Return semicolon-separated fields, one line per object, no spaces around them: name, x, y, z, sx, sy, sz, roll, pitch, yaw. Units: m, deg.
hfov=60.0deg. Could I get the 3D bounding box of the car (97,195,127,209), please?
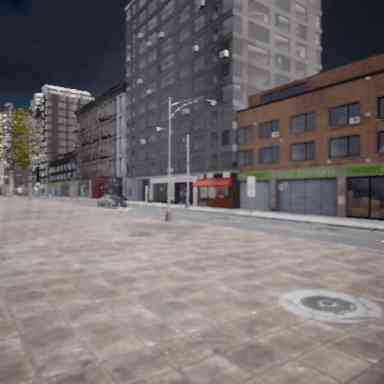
car;-8.346;0.972;34.589;1.994;1.385;4.181;0;1;-36
